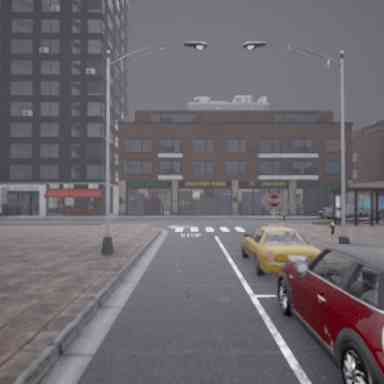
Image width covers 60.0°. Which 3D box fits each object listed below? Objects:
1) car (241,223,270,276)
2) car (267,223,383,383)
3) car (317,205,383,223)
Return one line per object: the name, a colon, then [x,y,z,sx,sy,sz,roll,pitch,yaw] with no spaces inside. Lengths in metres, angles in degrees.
car: [2.614,1.647,10.601,1.752,1.417,4.829,0,-1,0]
car: [2.631,1.498,4.994,1.967,1.590,4.097,0,-1,0]
car: [12.597,1.756,26.608,4.902,1.511,2.128,0,-1,0]
